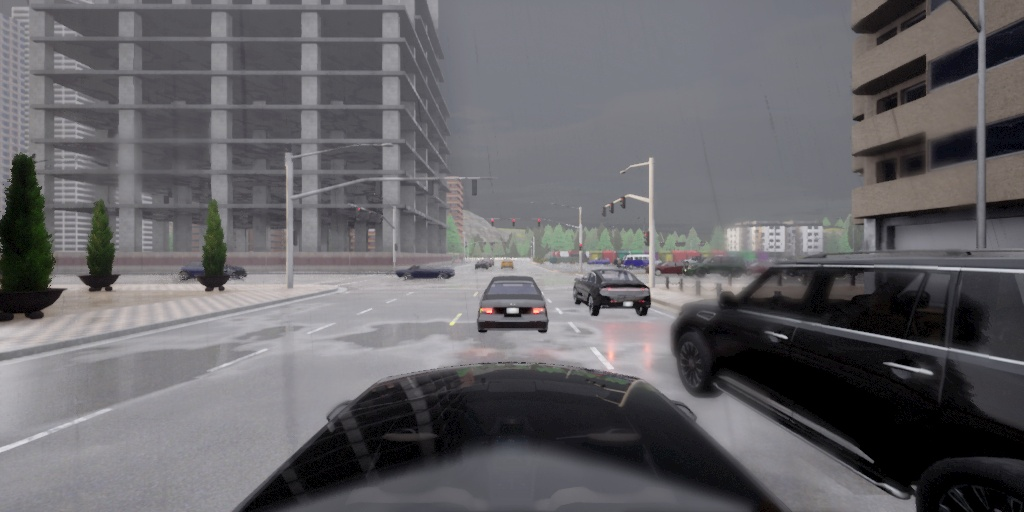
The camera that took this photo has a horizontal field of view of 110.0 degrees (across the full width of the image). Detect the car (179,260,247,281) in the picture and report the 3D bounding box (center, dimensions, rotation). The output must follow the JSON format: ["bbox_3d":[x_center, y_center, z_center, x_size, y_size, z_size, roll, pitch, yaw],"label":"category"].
[{"bbox_3d":[-24.916,1.149,30.010,4.553,1.767,2.097,0,0,0],"label":"car"}]

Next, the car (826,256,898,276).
[{"bbox_3d":[36.692,1.014,37.697,5.566,2.045,2.150,0,0,0],"label":"car"}]

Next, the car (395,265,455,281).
[{"bbox_3d":[-7.183,1.369,30.151,4.718,1.301,1.895,0,0,0],"label":"car"}]

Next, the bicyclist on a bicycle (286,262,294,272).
[{"bbox_3d":[-25.967,1.094,41.983,0.582,1.620,1.656,0,0,0],"label":"bicyclist on a bicycle"}]

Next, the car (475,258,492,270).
[{"bbox_3d":[-4.424,1.336,52.873,1.895,1.301,4.718,0,0,-1],"label":"car"}]

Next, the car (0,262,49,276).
[{"bbox_3d":[-51.188,1.321,36.953,4.674,1.442,1.812,0,0,0],"label":"car"}]

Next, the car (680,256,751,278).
[{"bbox_3d":[19.232,1.017,34.066,5.566,2.045,2.150,0,0,0],"label":"car"}]

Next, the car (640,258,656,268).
[{"bbox_3d":[16.515,1.272,37.543,5.008,1.535,1.882,0,0,0],"label":"car"}]

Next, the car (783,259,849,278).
[{"bbox_3d":[28.873,1.148,34.140,4.553,1.767,2.097,0,0,0],"label":"car"}]

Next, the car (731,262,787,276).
[{"bbox_3d":[25.825,1.320,37.608,4.674,1.442,1.812,0,0,0],"label":"car"}]

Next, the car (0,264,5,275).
[{"bbox_3d":[-50.834,1.274,33.452,5.008,1.535,1.882,0,0,0],"label":"car"}]

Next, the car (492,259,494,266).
[{"bbox_3d":[-4.522,1.209,63.041,1.882,1.535,5.008,0,0,0],"label":"car"}]

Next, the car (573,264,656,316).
[{"bbox_3d":[3.496,1.238,13.282,2.128,1.511,4.902,0,0,0],"label":"car"}]

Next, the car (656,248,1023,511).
[{"bbox_3d":[3.599,0.971,3.369,2.150,2.045,5.566,0,0,0],"label":"car"}]

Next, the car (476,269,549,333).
[{"bbox_3d":[0.021,1.295,10.701,2.033,1.411,5.357,0,0,0],"label":"car"}]

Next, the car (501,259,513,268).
[{"bbox_3d":[-0.795,1.211,58.744,1.882,1.535,5.008,0,0,-1],"label":"car"}]
